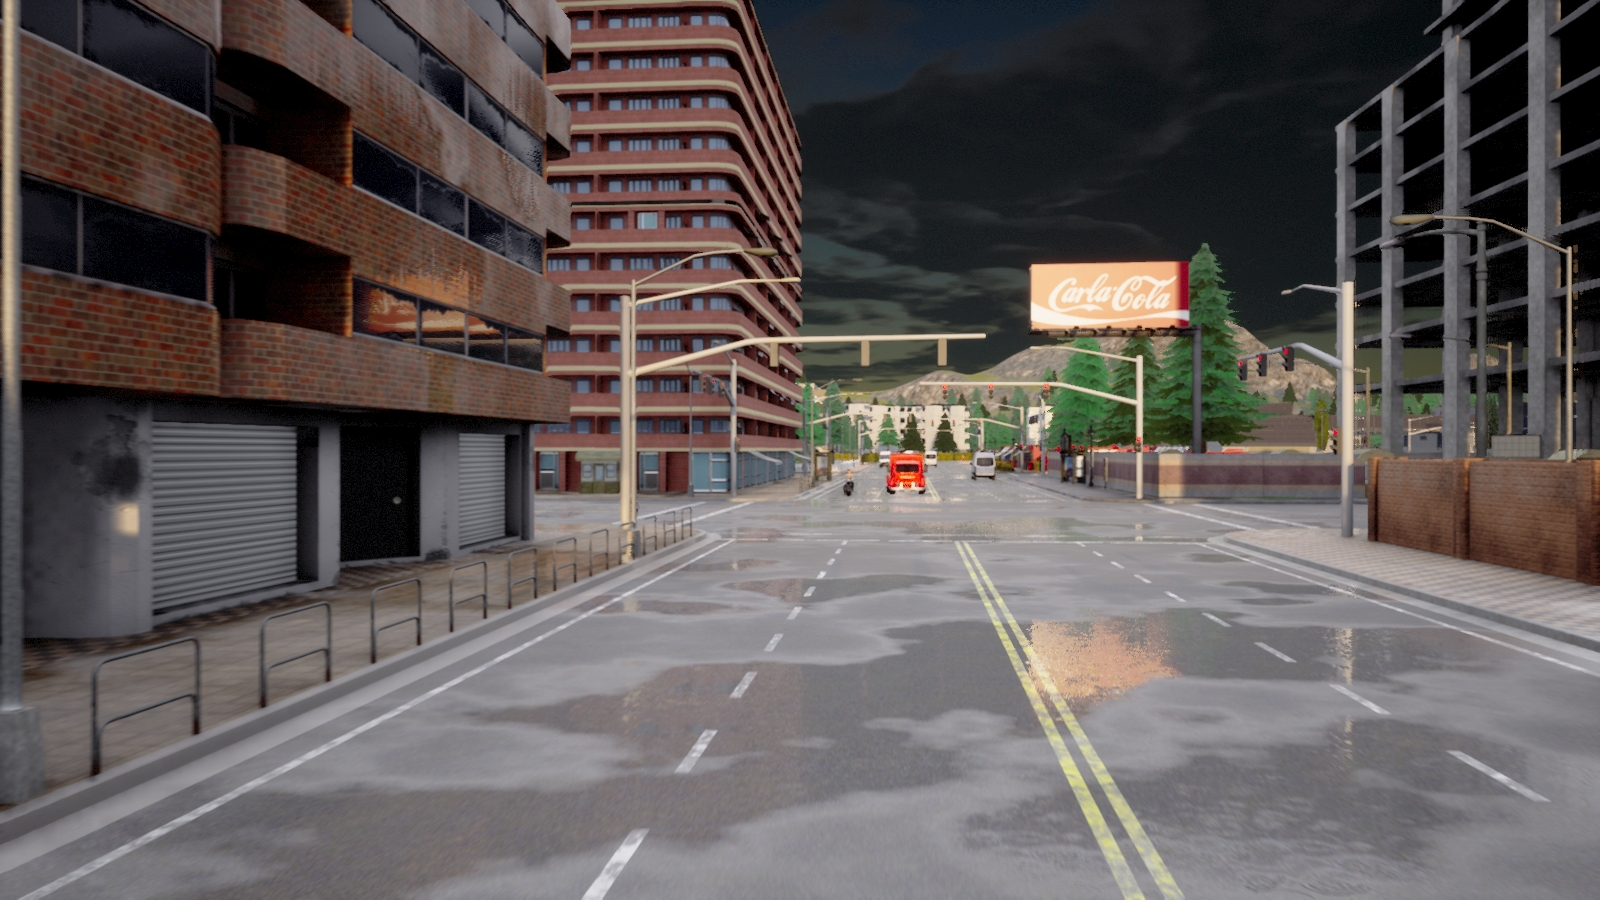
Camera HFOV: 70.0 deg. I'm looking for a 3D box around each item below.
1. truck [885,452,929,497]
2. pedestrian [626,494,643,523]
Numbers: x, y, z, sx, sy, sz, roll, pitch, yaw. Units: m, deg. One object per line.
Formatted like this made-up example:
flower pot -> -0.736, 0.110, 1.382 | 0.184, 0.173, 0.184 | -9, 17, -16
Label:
truck -> 6.802, 1.510, 73.145 | 2.627, 2.467, 5.204 | 0, 3, 4
pedestrian -> -6.310, 2.221, 43.524 | 0.500, 1.100, 0.500 | 0, 0, 11
